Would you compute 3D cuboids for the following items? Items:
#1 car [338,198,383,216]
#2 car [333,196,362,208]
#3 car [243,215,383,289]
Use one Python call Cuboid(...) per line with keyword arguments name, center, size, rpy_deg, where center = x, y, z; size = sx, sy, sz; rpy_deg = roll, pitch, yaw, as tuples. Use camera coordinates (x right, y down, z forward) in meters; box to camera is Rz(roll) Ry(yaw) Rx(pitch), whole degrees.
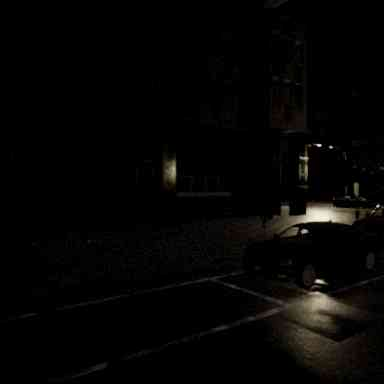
Cuboid(name="car", center=(7.904, 1.239, 12.301), size=(5.009, 1.841, 2.192), rpy_deg=(0, 0, -36))
Cuboid(name="car", center=(18.253, 1.225, 37.138), size=(2.128, 1.511, 4.902), rpy_deg=(0, 0, -36))
Cuboid(name="car", center=(3.348, 1.500, 9.044), size=(4.507, 1.381, 1.887), rpy_deg=(0, 0, -36))
